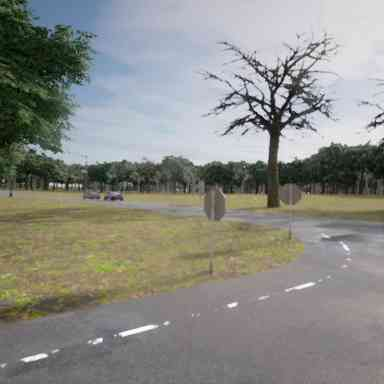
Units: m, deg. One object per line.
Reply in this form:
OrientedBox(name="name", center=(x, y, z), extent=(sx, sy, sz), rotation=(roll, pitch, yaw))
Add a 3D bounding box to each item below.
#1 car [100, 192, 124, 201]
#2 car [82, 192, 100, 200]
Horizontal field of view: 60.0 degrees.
OrientedBox(name="car", center=(-12.220, 0.693, 51.933), extent=(1.812, 1.442, 4.674), rotation=(2, -1, -35))
OrientedBox(name="car", center=(-18.167, 0.666, 60.132), extent=(2.033, 1.411, 5.357), rotation=(2, -1, -36))
